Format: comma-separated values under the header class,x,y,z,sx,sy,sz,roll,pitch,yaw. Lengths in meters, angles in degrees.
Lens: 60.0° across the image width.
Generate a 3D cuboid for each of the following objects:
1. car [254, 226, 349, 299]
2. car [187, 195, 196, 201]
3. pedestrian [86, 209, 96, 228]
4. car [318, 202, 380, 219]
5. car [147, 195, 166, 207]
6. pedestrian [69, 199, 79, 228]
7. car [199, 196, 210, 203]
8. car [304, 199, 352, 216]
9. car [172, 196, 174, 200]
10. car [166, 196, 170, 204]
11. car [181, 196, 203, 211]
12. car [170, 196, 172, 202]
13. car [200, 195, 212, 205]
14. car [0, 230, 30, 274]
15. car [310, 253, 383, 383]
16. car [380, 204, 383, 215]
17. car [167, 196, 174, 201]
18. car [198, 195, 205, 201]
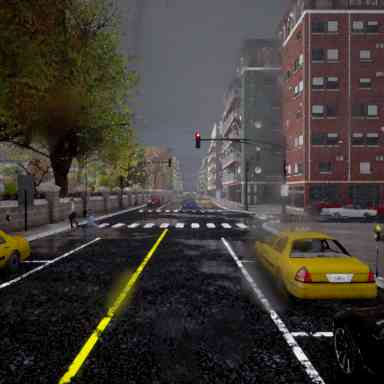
class,x,y,z,sx,sy,sz,roll,pitch,yaw
car,2.677,1.526,8.350,1.752,1.417,4.829,0,0,0
car,-0.112,1.495,87.479,2.128,1.511,4.902,0,0,0
pedestrian,-6.371,1.578,20.955,0.375,1.300,0.375,0,0,0
car,15.305,1.907,32.585,4.718,1.301,1.895,1,0,0
car,-5.761,1.335,51.735,2.192,1.841,5.009,0,0,0
pedestrian,-7.295,1.297,20.353,0.375,1.860,0.375,0,0,0
car,2.599,1.587,68.352,2.008,1.369,4.403,0,0,0
car,14.570,1.598,35.188,5.009,1.841,2.192,1,-1,0
car,-5.795,1.630,79.410,1.802,1.307,4.206,0,0,0
car,-5.775,1.470,62.805,1.967,1.590,4.097,0,0,0
car,-0.255,1.559,40.776,2.033,1.411,5.357,0,0,-4
car,-5.781,1.581,68.340,1.887,1.381,4.507,0,0,0
car,2.613,1.550,57.451,1.752,1.417,4.829,0,0,0
car,-5.703,1.526,7.998,1.752,1.417,4.829,0,0,0
car,2.685,1.566,2.549,1.947,1.339,4.313,0,0,0
car,20.260,1.931,35.210,4.507,1.381,1.887,1,-1,0
car,-5.809,1.643,90.481,1.802,1.307,4.206,0,0,0
car,2.571,1.606,90.492,1.887,1.381,4.507,0,0,0
